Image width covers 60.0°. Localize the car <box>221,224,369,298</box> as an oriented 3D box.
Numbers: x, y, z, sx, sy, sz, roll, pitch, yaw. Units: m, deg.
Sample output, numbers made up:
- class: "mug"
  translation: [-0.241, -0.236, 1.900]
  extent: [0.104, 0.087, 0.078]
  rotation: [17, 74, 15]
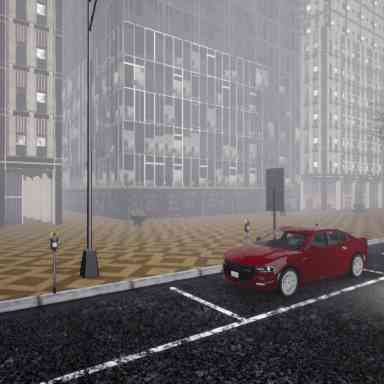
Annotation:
- class: "car"
  translation: [2.758, 1.545, 8.538]
  extent: [4.507, 1.381, 1.887]
  rotation: [0, 0, -36]
